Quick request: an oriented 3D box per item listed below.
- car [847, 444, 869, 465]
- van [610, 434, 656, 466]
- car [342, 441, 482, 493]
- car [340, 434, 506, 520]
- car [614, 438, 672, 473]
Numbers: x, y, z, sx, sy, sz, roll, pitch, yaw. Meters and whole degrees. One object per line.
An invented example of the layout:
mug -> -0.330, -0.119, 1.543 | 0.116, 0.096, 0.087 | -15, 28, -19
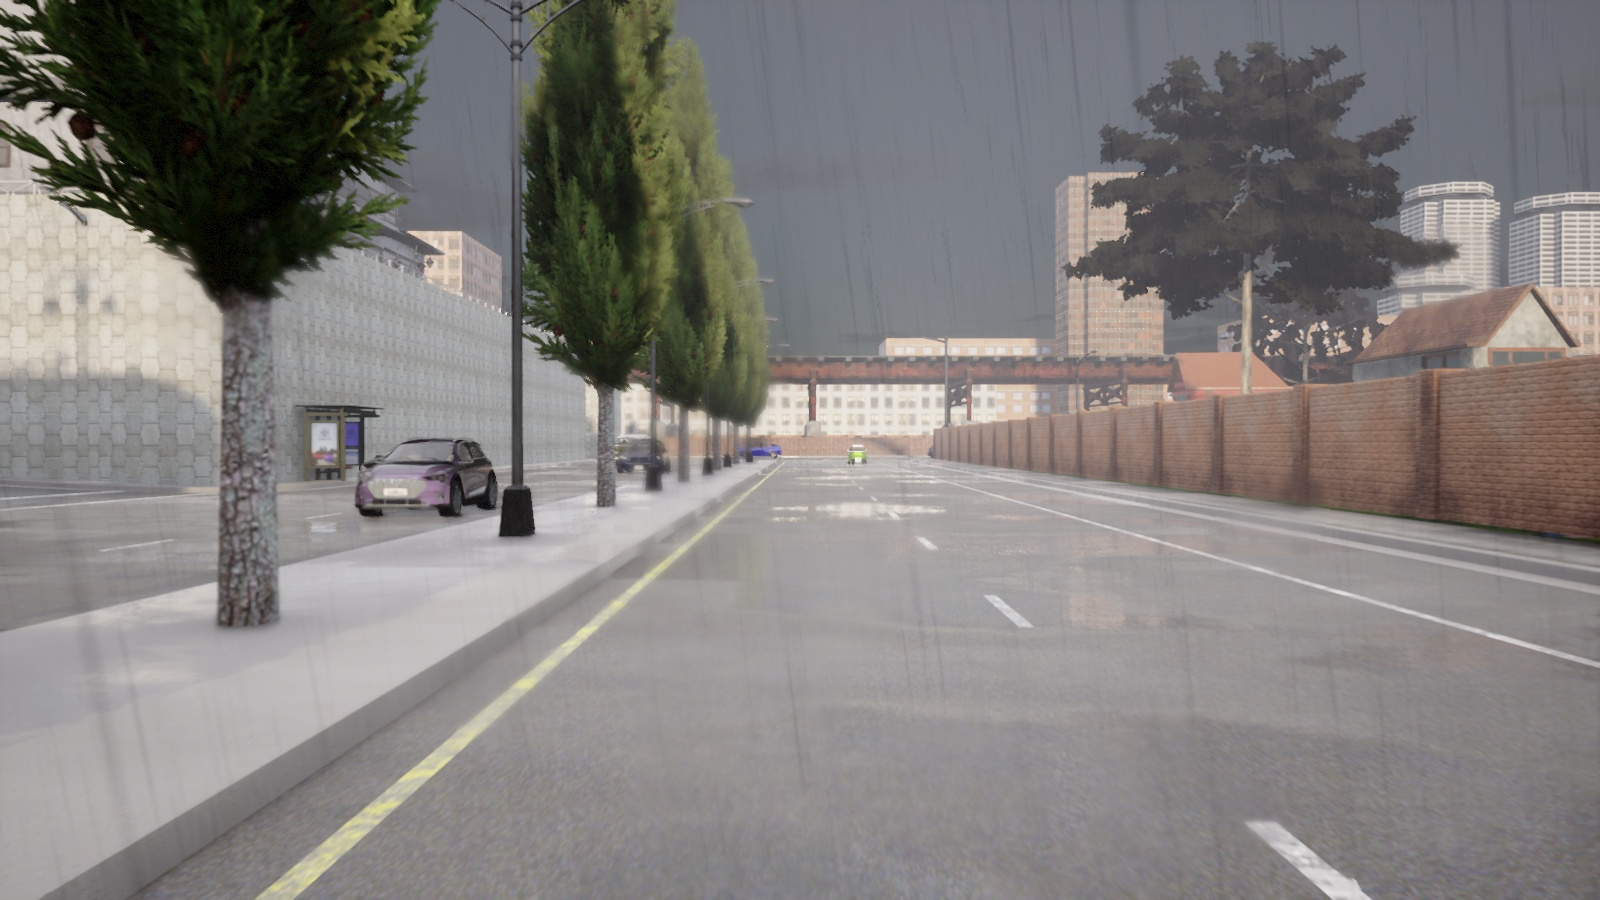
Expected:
car -> 4.007, 0.313, 87.134 | 1.481, 1.376, 2.207 | 0, 1, 0
van -> -10.897, -0.002, 82.161 | 2.069, 2.038, 4.480 | 0, 0, 5
car -> -11.833, 0.475, 38.716 | 2.128, 1.511, 4.902 | 0, 0, 10
car -> -7.833, 0.515, 26.601 | 2.033, 1.649, 4.856 | 0, 0, 0
car -> -7.633, 0.237, 61.643 | 2.242, 1.667, 4.611 | 0, 0, 0
